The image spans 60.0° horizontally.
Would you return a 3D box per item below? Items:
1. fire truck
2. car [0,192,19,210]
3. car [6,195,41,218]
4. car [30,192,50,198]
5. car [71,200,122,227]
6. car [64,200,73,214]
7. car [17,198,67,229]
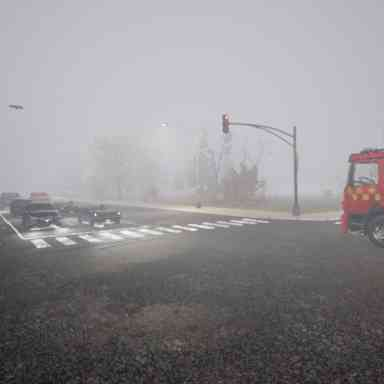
[{"bbox_3d":[8.934,0.027,9.726,2.891,3.827,8.468,-1,1,-31],"label":"fire truck"},{"bbox_3d":[-22.485,1.088,41.344,2.150,2.045,5.566,-2,1,-32],"label":"car"},{"bbox_3d":[-15.129,1.368,29.764,1.882,1.535,5.008,-2,1,-32],"label":"car"},{"bbox_3d":[-19.777,0.981,43.141,2.150,2.045,5.566,-2,1,-32],"label":"car"},{"bbox_3d":[-6.220,1.405,21.813,1.895,1.301,4.718,-2,1,-32],"label":"car"},{"bbox_3d":[-11.217,1.389,29.673,1.895,1.301,4.718,-2,1,-32],"label":"car"},{"bbox_3d":[-9.699,1.413,21.217,1.837,1.490,4.892,-2,1,-33],"label":"car"}]
